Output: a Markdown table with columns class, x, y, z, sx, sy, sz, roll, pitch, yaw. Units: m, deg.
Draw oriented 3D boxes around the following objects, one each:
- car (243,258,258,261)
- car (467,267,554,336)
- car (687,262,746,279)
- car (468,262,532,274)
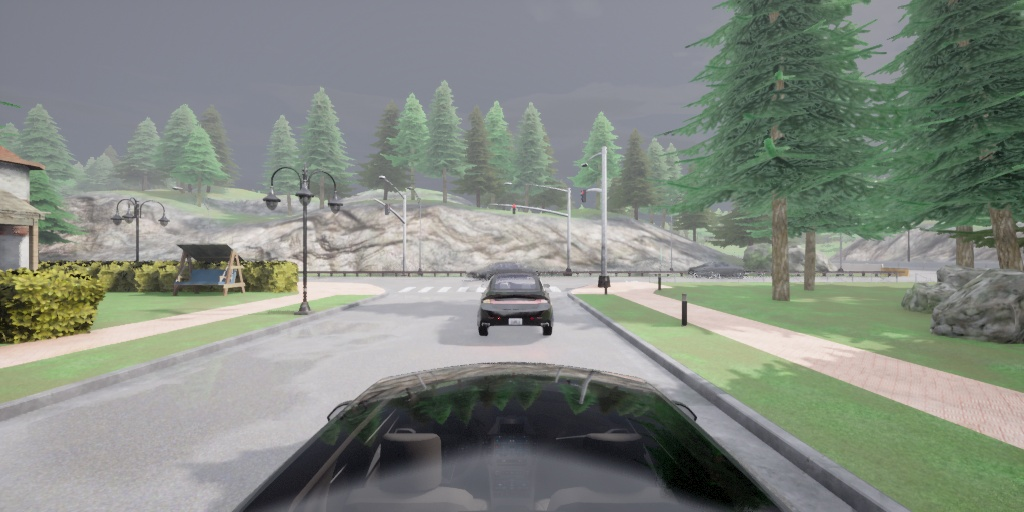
| class | x | y | z | sx | sy | sz | roll | pitch | yaw |
| --- | --- | --- | --- | --- | --- | --- | --- | --- | --- |
| car | -19.143 | 0.940 | 25.895 | 4.553 | 1.767 | 2.097 | 0 | 0 | 0 |
| car | 0.098 | 1.242 | 10.383 | 2.128 | 1.511 | 4.902 | 0 | 0 | 1 |
| car | 16.755 | 1.151 | 29.500 | 4.181 | 1.385 | 1.994 | 0 | 0 | 0 |
| car | -0.744 | 1.156 | 27.725 | 5.357 | 1.411 | 2.033 | -1 | 1 | -31 |
